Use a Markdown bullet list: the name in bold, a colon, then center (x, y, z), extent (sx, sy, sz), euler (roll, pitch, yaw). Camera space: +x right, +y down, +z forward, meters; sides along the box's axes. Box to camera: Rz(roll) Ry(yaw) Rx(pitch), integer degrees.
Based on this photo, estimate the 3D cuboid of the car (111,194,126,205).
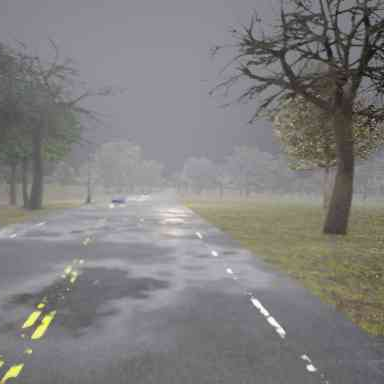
- **car**: center (-11.394, 1.130, 51.951), extent (1.882, 1.535, 5.008), euler (2, 0, -5)
